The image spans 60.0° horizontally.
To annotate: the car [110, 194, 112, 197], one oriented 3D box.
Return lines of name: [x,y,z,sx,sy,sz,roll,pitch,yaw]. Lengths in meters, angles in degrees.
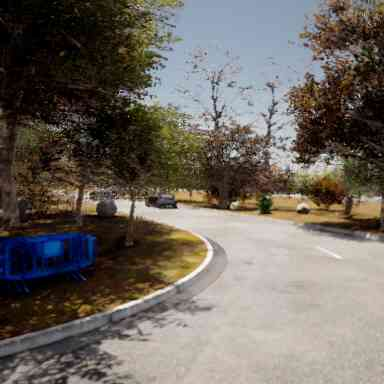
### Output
car: [-10.978,0.361,40.129,1.994,1.385,4.181,2,1,-29]

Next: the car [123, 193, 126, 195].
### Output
car: [-10.829,0.154,46.858,1.882,1.535,5.008,2,1,-29]

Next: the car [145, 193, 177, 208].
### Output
car: [-3.115,0.790,33.111,1.994,1.385,4.181,2,1,-29]
